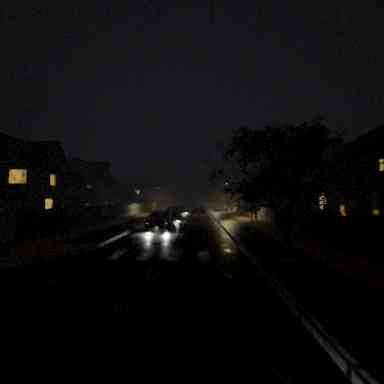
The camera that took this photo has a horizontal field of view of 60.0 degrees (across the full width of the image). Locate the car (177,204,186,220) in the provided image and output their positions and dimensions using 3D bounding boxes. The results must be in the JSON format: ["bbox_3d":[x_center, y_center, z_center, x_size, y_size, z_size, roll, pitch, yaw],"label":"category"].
[{"bbox_3d":[-2.141,2.332,37.240,2.033,1.411,5.357,0,-1,1],"label":"car"}]

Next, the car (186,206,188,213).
[{"bbox_3d":[-1.721,2.765,55.364,1.994,1.385,4.181,0,-1,1],"label":"car"}]

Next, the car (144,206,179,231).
[{"bbox_3d":[-2.361,2.073,25.140,2.033,1.411,5.357,0,-1,1],"label":"car"}]

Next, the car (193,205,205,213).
[{"bbox_3d":[1.093,2.729,52.886,1.895,1.301,4.718,0,-1,1],"label":"car"}]
